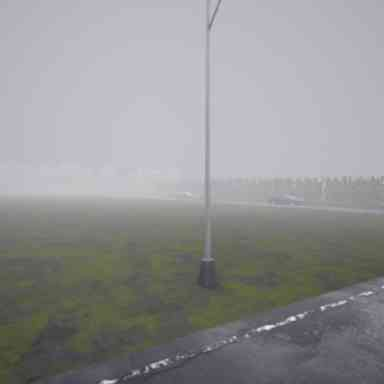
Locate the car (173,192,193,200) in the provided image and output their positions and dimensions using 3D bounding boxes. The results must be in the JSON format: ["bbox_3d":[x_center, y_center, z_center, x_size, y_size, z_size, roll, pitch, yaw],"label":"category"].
[{"bbox_3d":[-1.019,0.713,60.436,1.812,1.442,4.674,1,0,-35],"label":"car"}]

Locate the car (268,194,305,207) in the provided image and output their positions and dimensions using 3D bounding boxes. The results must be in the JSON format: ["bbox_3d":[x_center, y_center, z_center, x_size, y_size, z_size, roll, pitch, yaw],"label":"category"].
[{"bbox_3d":[11.940,1.054,42.240,1.882,1.535,5.008,1,1,-36],"label":"car"}]

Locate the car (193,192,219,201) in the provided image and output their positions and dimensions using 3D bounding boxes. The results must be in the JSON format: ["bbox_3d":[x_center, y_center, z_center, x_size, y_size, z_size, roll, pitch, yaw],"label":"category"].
[{"bbox_3d":[2.863,0.756,59.858,2.128,1.511,4.902,1,1,-35],"label":"car"}]

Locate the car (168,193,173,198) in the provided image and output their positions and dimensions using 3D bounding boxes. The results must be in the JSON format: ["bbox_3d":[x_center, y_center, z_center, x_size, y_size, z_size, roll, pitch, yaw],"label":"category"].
[{"bbox_3d":[-3.164,0.656,68.168,1.994,1.385,4.181,1,1,-36],"label":"car"}]
